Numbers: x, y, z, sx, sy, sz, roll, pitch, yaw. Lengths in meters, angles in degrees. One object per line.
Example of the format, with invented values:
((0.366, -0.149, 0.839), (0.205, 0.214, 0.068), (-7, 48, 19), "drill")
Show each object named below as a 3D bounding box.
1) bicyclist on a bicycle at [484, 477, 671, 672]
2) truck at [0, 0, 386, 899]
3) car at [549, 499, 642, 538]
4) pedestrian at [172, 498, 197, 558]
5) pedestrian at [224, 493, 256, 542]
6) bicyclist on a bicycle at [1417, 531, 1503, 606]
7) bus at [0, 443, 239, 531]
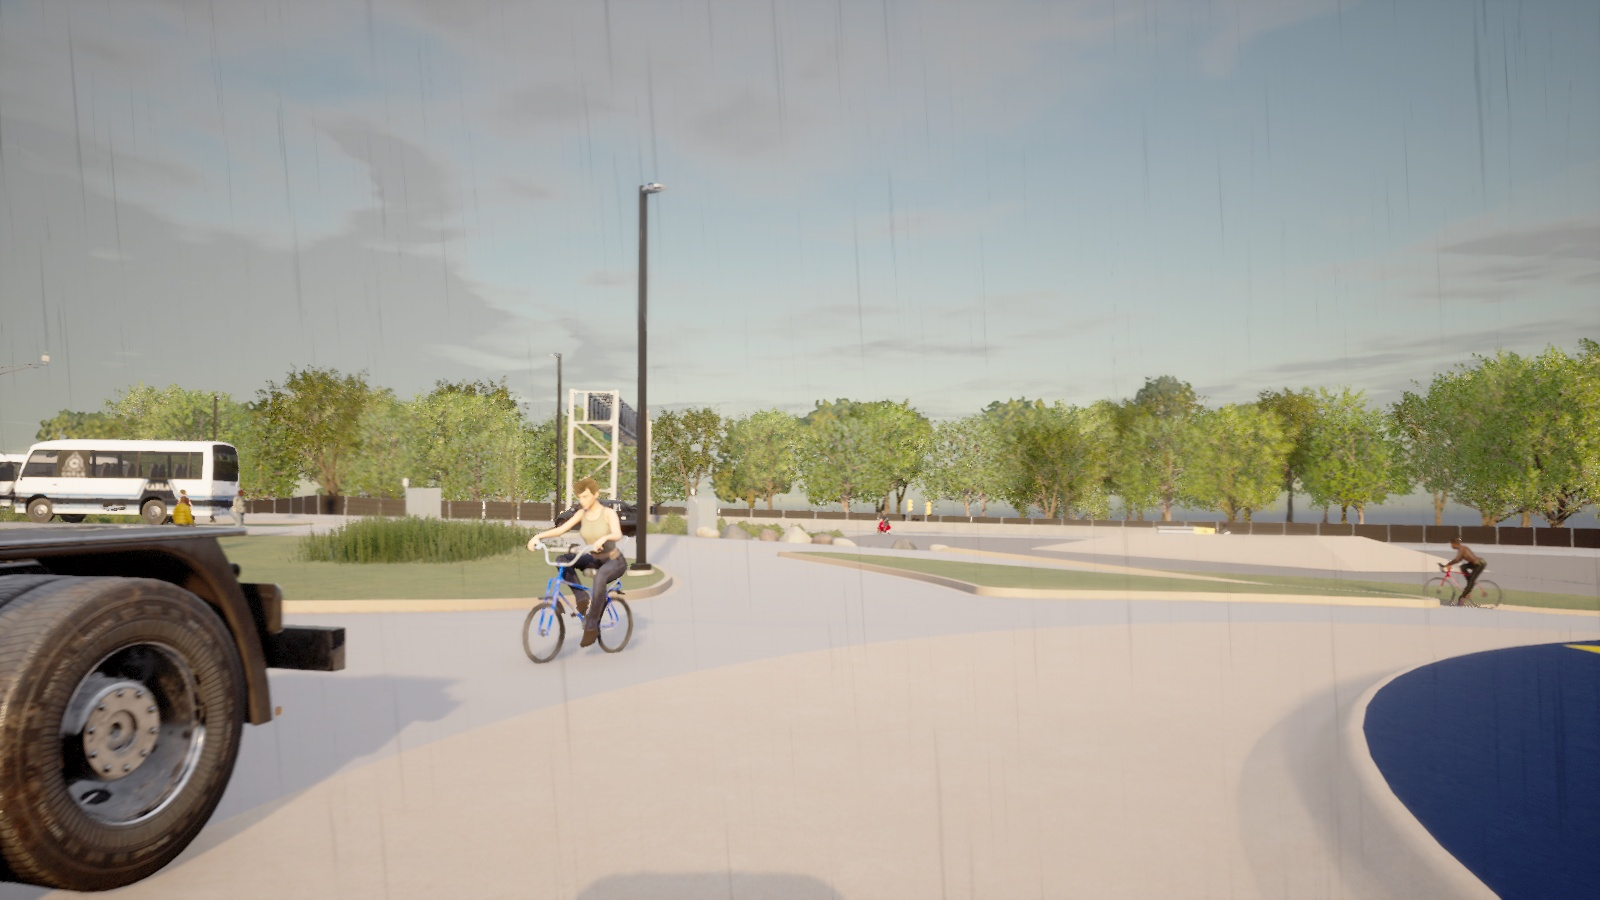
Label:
((-1.960, 1.068, 11.251), (0.866, 1.612, 1.509), (-2, -3, 30), "bicyclist on a bicycle")
((-4.585, -0.097, 2.654), (2.891, 3.462, 7.936), (-1, -1, 18), "truck")
((-8.922, 2.980, 54.765), (3.988, 1.617, 1.851), (-1, -3, 41), "car")
((-18.974, 2.399, 38.734), (0.370, 1.835, 0.726), (-1, -3, 1), "pedestrian")
((-21.630, 2.597, 48.487), (0.900, 1.855, 0.874), (0, -3, -8), "pedestrian")
((15.358, 2.750, 29.237), (1.656, 1.620, 0.582), (0, -6, 38), "bicyclist on a bicycle")
((-34.387, 1.901, 63.350), (10.273, 4.253, 3.944), (0, -3, 1), "bus")
